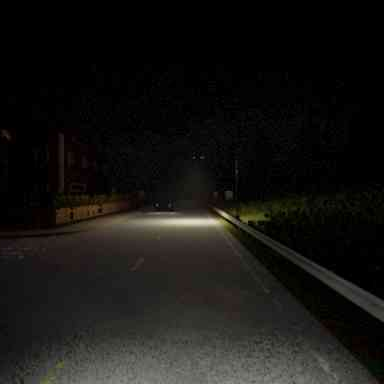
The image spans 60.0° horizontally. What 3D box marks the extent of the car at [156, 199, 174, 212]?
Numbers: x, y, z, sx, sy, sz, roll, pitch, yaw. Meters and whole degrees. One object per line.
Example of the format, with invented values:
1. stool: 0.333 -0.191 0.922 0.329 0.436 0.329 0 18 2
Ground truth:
1. car: -3.564 1.727 43.993 2.097 1.767 4.553 0 0 0
